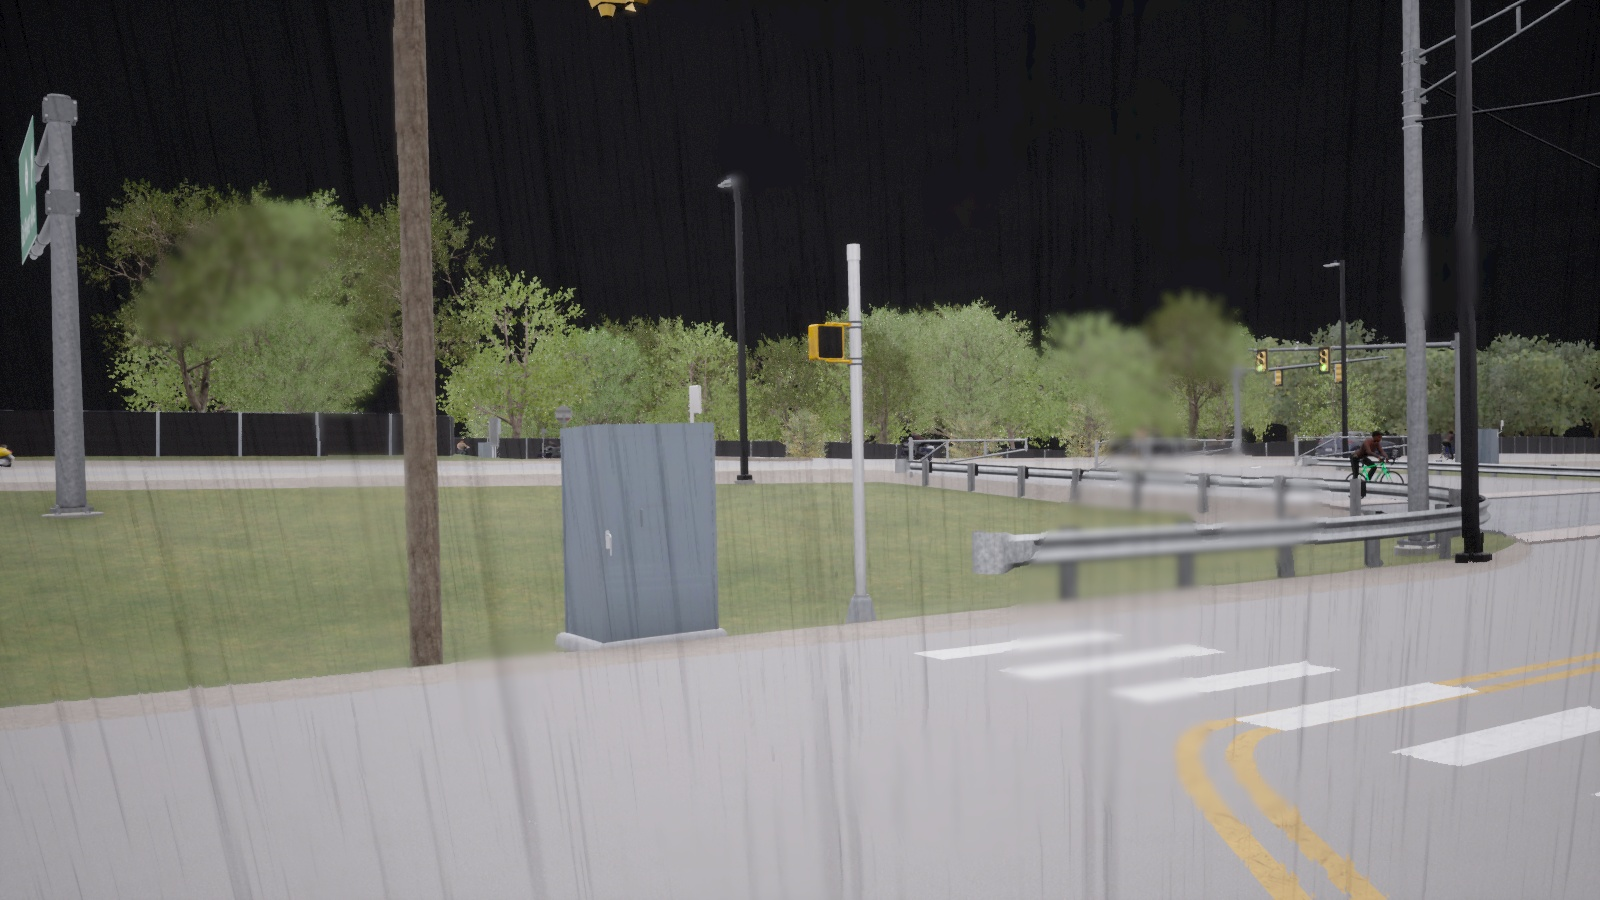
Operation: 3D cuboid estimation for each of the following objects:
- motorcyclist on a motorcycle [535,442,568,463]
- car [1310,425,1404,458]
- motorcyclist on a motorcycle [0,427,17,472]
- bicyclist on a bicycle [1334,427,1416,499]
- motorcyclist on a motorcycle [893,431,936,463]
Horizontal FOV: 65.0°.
[{"bbox_3d":[-18.487,0.179,93.329,2.191,1.530,0.866,-1,4,5],"label":"motorcyclist on a motorcycle"},{"bbox_3d":[29.130,-0.446,65.589,5.027,1.651,2.152,0,0,-34],"label":"car"},{"bbox_3d":[-28.981,-0.032,44.585,1.817,1.590,0.866,0,0,-15],"label":"motorcyclist on a motorcycle"},{"bbox_3d":[13.443,0.322,29.412,0.582,1.620,1.656,-1,-3,-27],"label":"bicyclist on a bicycle"},{"bbox_3d":[5.561,-0.131,61.072,0.866,1.530,2.191,0,0,-35],"label":"motorcyclist on a motorcycle"}]
